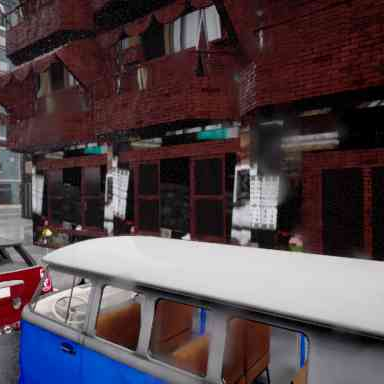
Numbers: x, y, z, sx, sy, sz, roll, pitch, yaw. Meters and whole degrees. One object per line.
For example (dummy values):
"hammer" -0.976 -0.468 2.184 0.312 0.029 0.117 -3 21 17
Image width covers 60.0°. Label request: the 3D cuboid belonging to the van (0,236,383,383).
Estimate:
"van" 0.266 1.341 2.543 3.998 1.788 1.690 0 -1 35
